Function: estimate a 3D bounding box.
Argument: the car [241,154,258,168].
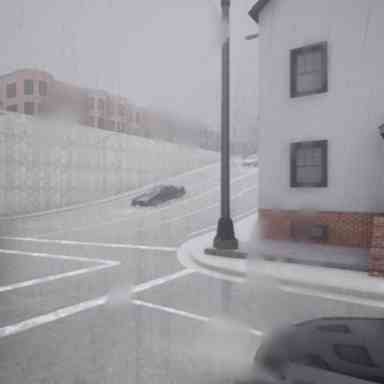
[{"bbox_3d":[7.874,-4.026,41.873,1.812,1.442,4.674,1,14,35],"label":"car"}]

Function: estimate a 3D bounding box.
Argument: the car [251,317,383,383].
[{"bbox_3d":[2.648,1.526,2.081,4.674,1.442,1.812,0,0,36],"label":"car"}]

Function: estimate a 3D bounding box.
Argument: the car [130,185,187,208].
[{"bbox_3d":[-2.599,0.204,27.099,2.033,1.411,5.357,0,10,35],"label":"car"}]
